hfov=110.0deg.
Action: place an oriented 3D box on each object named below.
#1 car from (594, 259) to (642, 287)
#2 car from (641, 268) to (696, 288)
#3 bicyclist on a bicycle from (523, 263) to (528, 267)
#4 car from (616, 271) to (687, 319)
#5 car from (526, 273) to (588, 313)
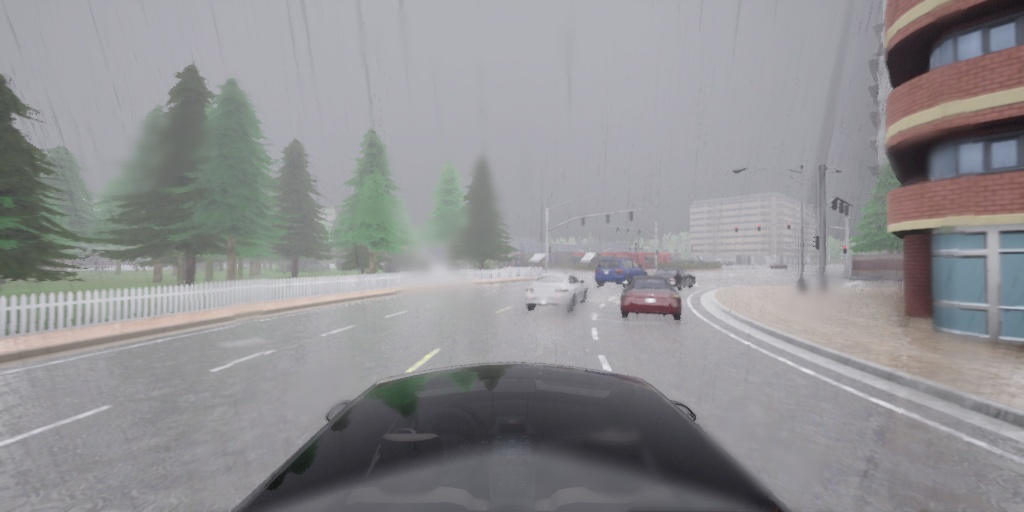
[{"bbox_3d":[8.035,1.217,26.276,2.150,2.045,5.566,-1,0,39],"label":"car"},{"bbox_3d":[10.819,1.519,24.152,2.033,1.411,5.357,0,-1,39],"label":"car"},{"bbox_3d":[2.403,1.772,61.753,0.582,1.620,1.656,-15,30,27],"label":"bicyclist on a bicycle"},{"bbox_3d":[5.176,1.431,13.546,1.994,1.385,4.181,0,-1,20],"label":"car"},{"bbox_3d":[1.934,1.405,14.851,1.812,1.442,4.674,0,0,20],"label":"car"}]
